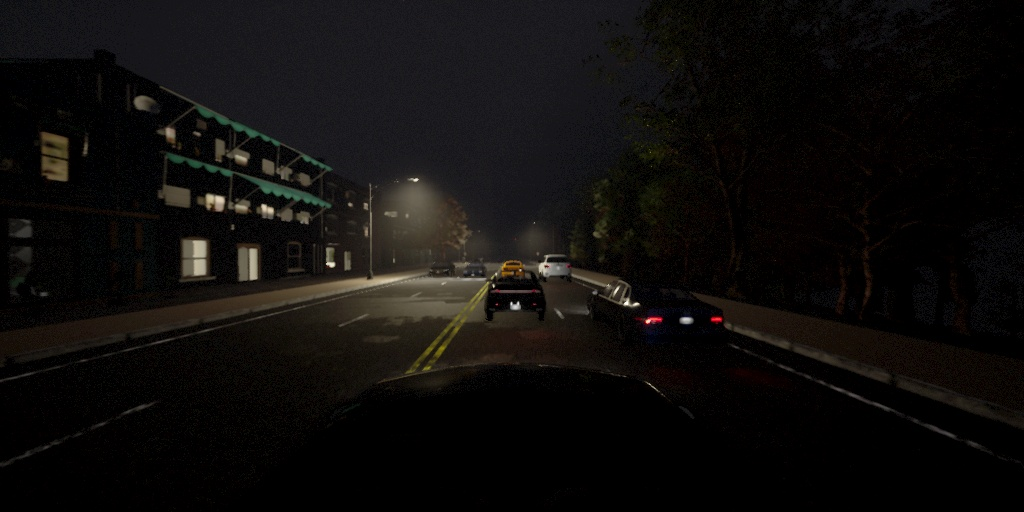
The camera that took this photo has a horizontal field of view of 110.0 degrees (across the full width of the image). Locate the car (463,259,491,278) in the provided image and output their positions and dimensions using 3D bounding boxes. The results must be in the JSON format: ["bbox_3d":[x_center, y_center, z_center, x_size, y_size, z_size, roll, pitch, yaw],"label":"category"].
[{"bbox_3d":[-3.350,1.243,33.481,2.033,1.411,5.357,0,0,0],"label":"car"}]

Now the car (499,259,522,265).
[{"bbox_3d":[0.098,1.178,30.891,1.882,1.535,5.008,0,0,0],"label":"car"}]

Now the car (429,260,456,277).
[{"bbox_3d":[-6.598,1.172,34.426,1.882,1.535,5.008,0,0,0],"label":"car"}]

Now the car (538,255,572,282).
[{"bbox_3d":[3.346,0.926,28.631,2.150,2.045,5.566,0,0,0],"label":"car"}]

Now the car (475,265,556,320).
[{"bbox_3d":[0.099,1.223,12.550,2.128,1.511,4.902,0,0,0],"label":"car"}]

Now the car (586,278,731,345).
[{"bbox_3d":[3.348,1.285,9.390,2.033,1.411,5.357,0,0,0],"label":"car"}]
